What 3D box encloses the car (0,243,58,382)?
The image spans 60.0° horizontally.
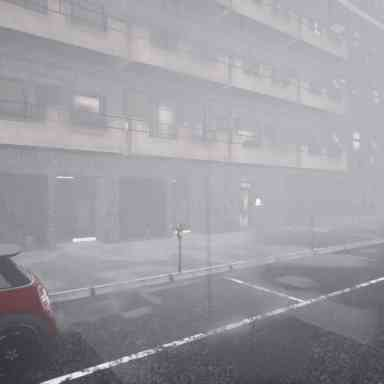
[{"bbox_3d":[-3.850,1.440,3.805,4.097,1.590,1.967,0,0,-35],"label":"car"}]
